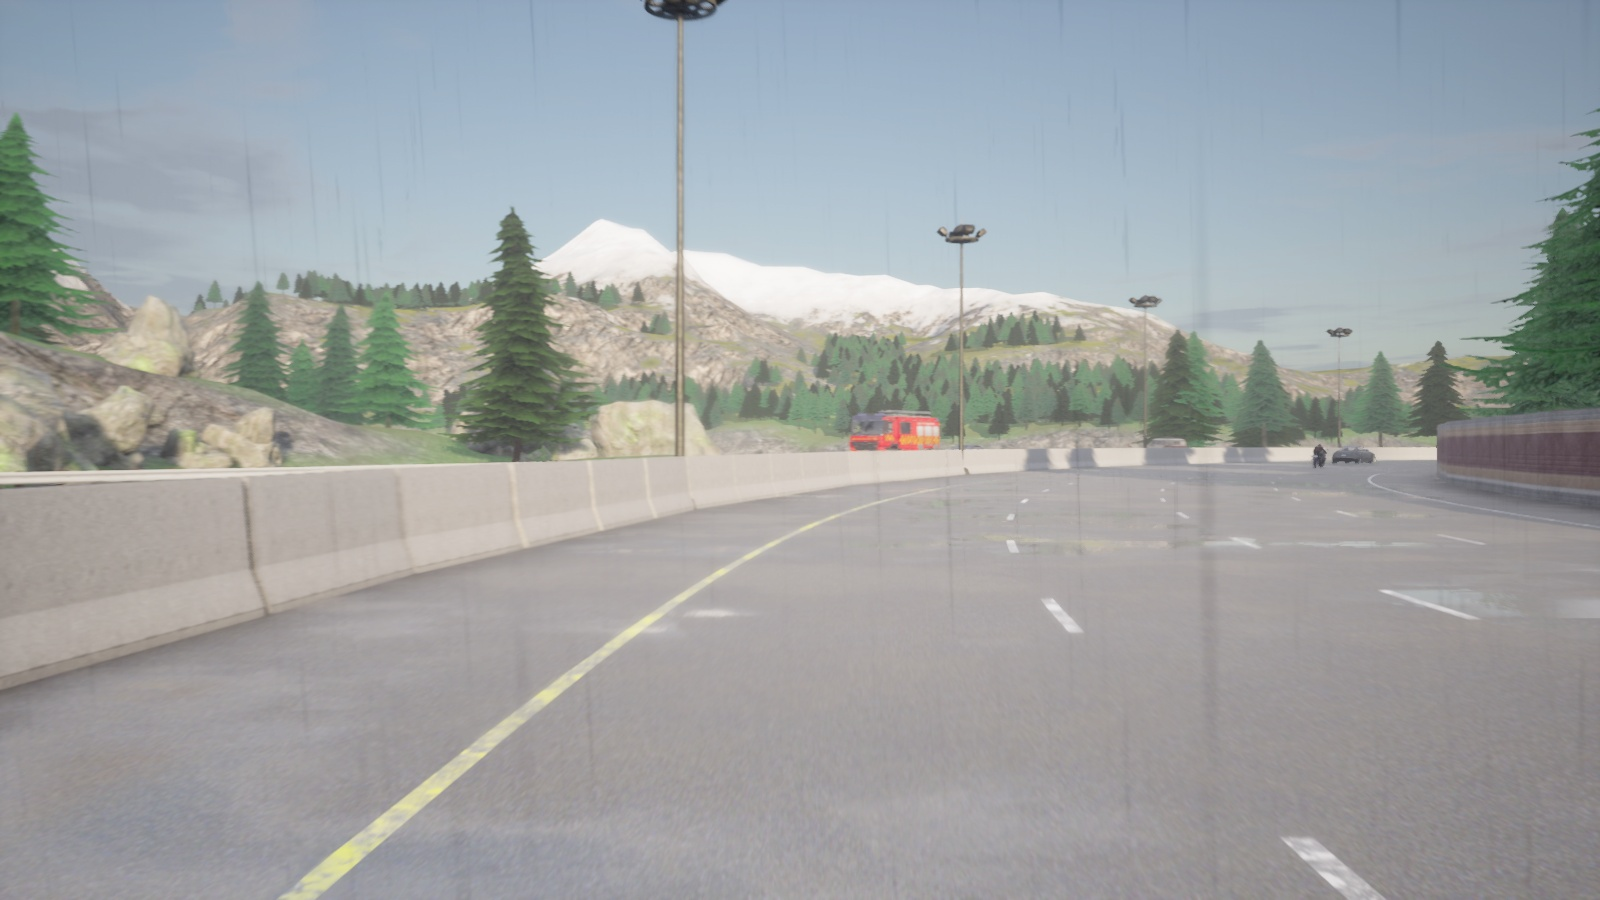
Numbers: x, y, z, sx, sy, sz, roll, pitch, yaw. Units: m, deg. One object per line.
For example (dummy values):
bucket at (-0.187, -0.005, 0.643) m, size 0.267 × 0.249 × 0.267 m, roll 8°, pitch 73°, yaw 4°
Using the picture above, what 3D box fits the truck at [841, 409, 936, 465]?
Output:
truck at (6.433, -0.896, 89.600) m, size 2.891 × 3.827 × 8.468 m, roll 0°, pitch 0°, yaw 34°

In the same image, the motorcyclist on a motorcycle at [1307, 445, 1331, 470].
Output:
motorcyclist on a motorcycle at (31.982, 0.465, 77.396) m, size 0.866 × 1.530 × 2.191 m, roll 1°, pitch 1°, yaw 35°
